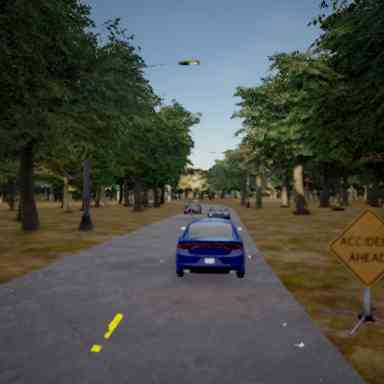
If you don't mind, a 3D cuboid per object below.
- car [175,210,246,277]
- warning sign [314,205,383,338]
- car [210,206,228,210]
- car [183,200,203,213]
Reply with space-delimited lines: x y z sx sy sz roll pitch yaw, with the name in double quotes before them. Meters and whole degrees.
"car" 0.618 1.569 10.691 1.882 1.535 5.008 0 0 4
"warning sign" 2.786 1.163 5.302 1.300 1.860 1.060 1 0 2
"car" 2.381 1.903 29.192 1.895 1.301 4.718 0 -1 6
"car" 0.159 1.986 38.855 1.994 1.385 4.181 0 -1 6
